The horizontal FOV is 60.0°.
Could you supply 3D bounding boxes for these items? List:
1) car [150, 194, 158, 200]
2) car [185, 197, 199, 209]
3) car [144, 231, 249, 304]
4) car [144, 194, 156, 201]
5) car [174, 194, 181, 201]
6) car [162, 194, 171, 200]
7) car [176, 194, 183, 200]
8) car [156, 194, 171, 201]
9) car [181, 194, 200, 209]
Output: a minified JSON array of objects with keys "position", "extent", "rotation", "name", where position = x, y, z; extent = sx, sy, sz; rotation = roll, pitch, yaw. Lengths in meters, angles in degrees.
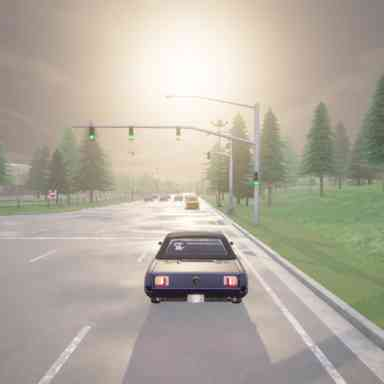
[{"position":[-10.344,1.332,90.842],"extent":[1.837,1.490,4.892],"rotation":[0,0,0],"name":"car"},{"position":[0.023,1.576,49.784],"extent":[2.033,1.411,5.357],"rotation":[-1,1,1],"name":"car"},{"position":[0.093,1.601,8.116],"extent":[1.895,1.301,4.718],"rotation":[0,0,0],"name":"car"},{"position":[-10.362,1.531,80.422],"extent":[2.033,1.411,5.357],"rotation":[0,0,0],"name":"car"},{"position":[-3.361,1.545,80.827],"extent":[1.994,1.385,4.181],"rotation":[0,0,0],"name":"car"},{"position":[-6.844,1.372,90.836],"extent":[2.033,1.411,5.357],"rotation":[0,0,0],"name":"car"},{"position":[-3.344,1.356,90.830],"extent":[1.812,1.442,4.674],"rotation":[0,0,0],"name":"car"},{"position":[-6.862,1.531,80.416],"extent":[2.033,1.411,5.357],"rotation":[0,0,0],"name":"car"},{"position":[-0.053,1.086,46.295],"extent":[1.882,1.535,5.008],"rotation":[-3,17,-3],"name":"car"}]
